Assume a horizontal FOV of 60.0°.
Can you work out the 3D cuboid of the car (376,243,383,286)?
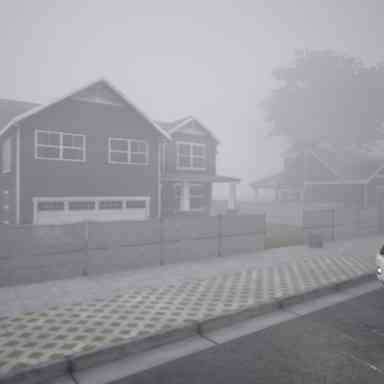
[{"bbox_3d":[6.633,1.265,7.883,5.566,2.045,2.150,0,0,-35],"label":"car"}]
